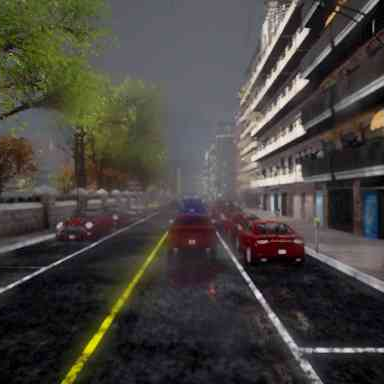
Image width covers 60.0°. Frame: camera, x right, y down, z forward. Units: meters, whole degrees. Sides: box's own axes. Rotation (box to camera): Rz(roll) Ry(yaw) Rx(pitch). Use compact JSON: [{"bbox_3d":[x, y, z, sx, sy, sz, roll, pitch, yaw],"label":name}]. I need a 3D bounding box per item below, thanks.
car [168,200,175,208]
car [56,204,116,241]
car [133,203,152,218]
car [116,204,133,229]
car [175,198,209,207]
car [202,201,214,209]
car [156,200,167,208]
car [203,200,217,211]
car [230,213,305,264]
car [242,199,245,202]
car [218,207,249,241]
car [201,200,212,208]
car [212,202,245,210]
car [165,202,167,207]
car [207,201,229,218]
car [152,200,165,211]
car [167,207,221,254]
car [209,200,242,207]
[{"bbox_3d":[-3.057,2.170,59.545,1.837,1.490,4.892,0,0,1],"label":"car"},{"bbox_3d":[-5.692,1.634,17.789,1.967,1.590,4.097,0,-1,0],"label":"car"},{"bbox_3d":[-5.692,1.932,34.676,2.008,1.369,4.403,0,-1,0],"label":"car"},{"bbox_3d":[-5.692,1.696,23.417,1.967,1.590,4.097,0,-1,0],"label":"car"},{"bbox_3d":[0.008,1.527,27.570,2.150,2.045,5.566,0,0,0],"label":"car"},{"bbox_3d":[2.687,2.205,57.197,1.947,1.339,4.313,0,-1,0],"label":"car"},{"bbox_3d":[-5.695,2.229,62.657,1.752,1.417,4.829,0,-1,0],"label":"car"},{"bbox_3d":[2.686,2.013,51.568,1.967,1.590,4.097,0,-1,0],"label":"car"},{"bbox_3d":[2.690,1.677,12.158,1.887,1.381,4.507,0,-1,0],"label":"car"},{"bbox_3d":[14.611,2.621,89.818,5.009,1.841,2.192,1,-1,0],"label":"car"},{"bbox_3d":[2.689,1.739,17.788,1.887,1.381,4.507,0,-1,0],"label":"car"},{"bbox_3d":[2.686,2.233,62.998,1.752,1.417,4.829,0,-1,0],"label":"car"},{"bbox_3d":[2.688,1.697,23.418,1.967,1.590,4.097,0,-1,0],"label":"car"},{"bbox_3d":[-5.693,2.189,57.196,2.008,1.369,4.403,0,-1,0],"label":"car"},{"bbox_3d":[2.688,1.821,34.679,1.967,1.590,4.097,0,-1,0],"label":"car"},{"bbox_3d":[-5.694,2.096,51.396,1.752,1.417,4.829,0,-1,0],"label":"car"},{"bbox_3d":[0.027,1.632,14.242,1.882,1.535,5.008,0,0,1],"label":"car"},{"bbox_3d":[2.687,1.634,29.049,2.192,1.841,5.009,0,-1,0],"label":"car"}]
